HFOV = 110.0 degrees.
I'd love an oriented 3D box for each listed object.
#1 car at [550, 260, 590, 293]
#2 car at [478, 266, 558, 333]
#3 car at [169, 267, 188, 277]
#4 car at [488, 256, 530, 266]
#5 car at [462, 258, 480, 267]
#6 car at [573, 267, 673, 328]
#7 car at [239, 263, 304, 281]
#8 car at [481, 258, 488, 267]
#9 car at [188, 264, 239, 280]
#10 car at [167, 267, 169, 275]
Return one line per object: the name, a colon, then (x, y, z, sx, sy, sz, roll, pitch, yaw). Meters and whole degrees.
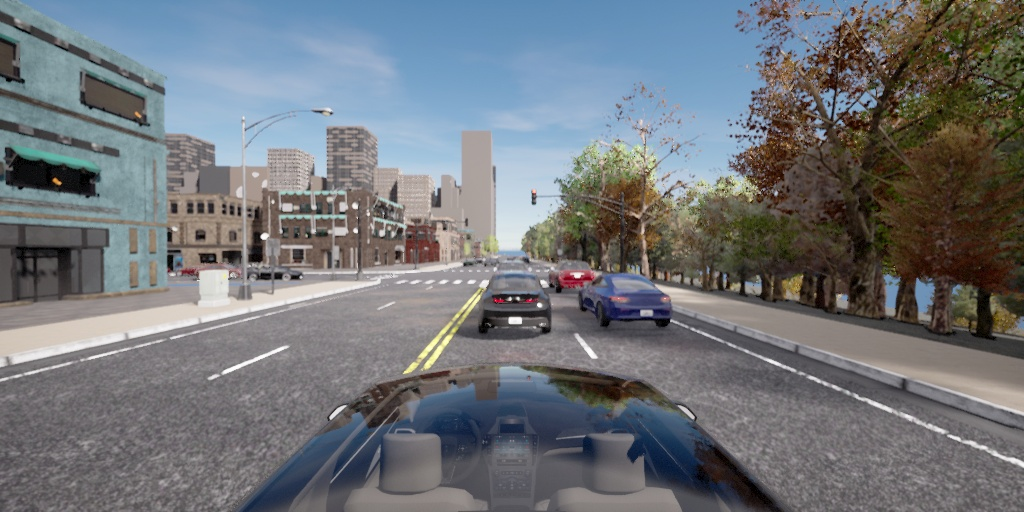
car: (3.283, 1.023, 20.143, 2.097, 1.767, 4.553, 0, 0, 0)
car: (0.068, 1.217, 10.555, 1.837, 1.490, 4.892, 0, 0, 0)
car: (-33.958, 1.498, 38.873, 4.207, 1.307, 1.802, 0, 0, 0)
car: (0.034, 1.026, 19.463, 2.097, 1.767, 4.553, 0, 0, 0)
car: (-6.782, 1.107, 57.424, 1.895, 1.301, 4.718, 0, 0, 0)
car: (3.316, 1.236, 11.156, 1.812, 1.442, 4.674, 0, 0, 0)
car: (-20.056, 1.444, 30.408, 4.313, 1.339, 1.948, 0, 0, 0)
car: (-3.532, 1.010, 57.866, 1.837, 1.490, 4.892, 0, 0, 0)
car: (-26.534, 1.439, 33.094, 4.674, 1.442, 1.812, -1, 1, 0)
car: (-39.492, 1.560, 38.859, 4.207, 1.307, 1.802, 0, 0, 0)
